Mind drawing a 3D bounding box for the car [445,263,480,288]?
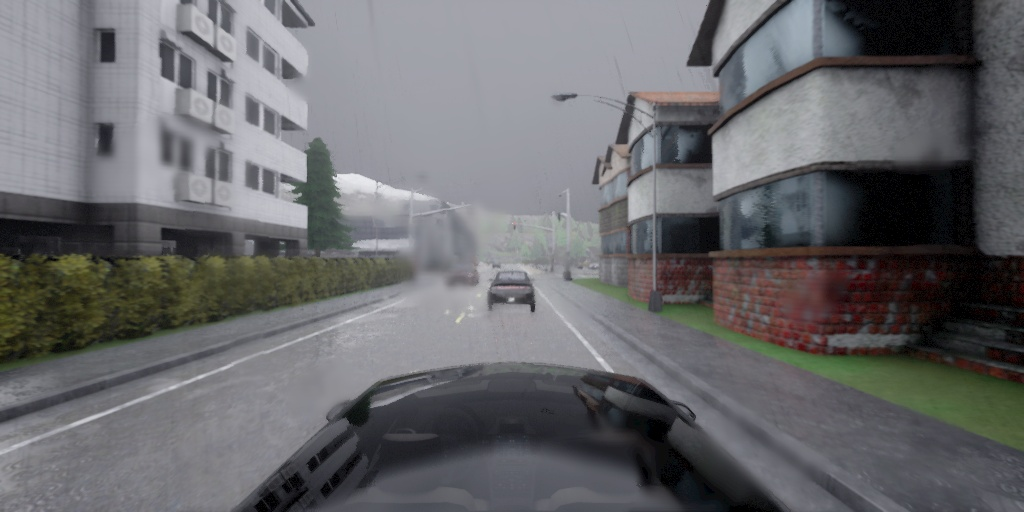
[{"bbox_3d":[-3.528,1.362,26.436,2.097,1.767,4.553,0,0,0],"label":"car"}]

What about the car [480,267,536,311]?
[{"bbox_3d":[0.015,1.387,15.344,2.128,1.511,4.902,0,0,0],"label":"car"}]
